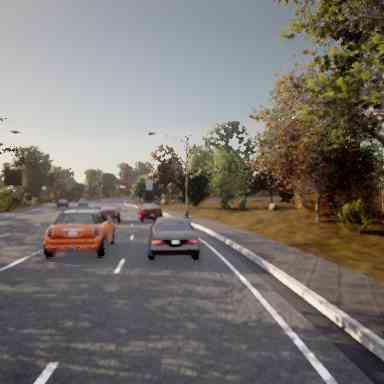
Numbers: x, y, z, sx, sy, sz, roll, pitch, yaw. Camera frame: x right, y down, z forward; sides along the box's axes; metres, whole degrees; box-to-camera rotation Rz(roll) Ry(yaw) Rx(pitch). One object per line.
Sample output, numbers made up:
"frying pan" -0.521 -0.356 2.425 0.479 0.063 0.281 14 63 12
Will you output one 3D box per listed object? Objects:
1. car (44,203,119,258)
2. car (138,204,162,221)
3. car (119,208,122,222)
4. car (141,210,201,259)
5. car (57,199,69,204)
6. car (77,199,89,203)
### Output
"car" -4.406 1.488 13.691 2.097 1.767 4.553 0 -1 -7
"car" -3.838 1.782 30.155 1.882 1.535 5.008 0 0 -13
"car" -7.180 1.814 29.080 1.812 1.442 4.674 0 0 -13
"car" -0.805 1.683 13.181 2.033 1.411 5.357 0 -1 -6
"car" -23.741 2.076 61.282 1.882 1.535 5.008 0 -1 -17
"car" -20.398 2.118 62.319 1.837 1.490 4.892 0 -1 -17
